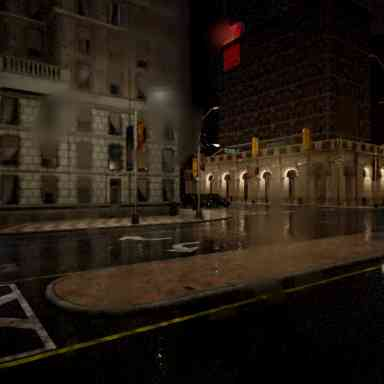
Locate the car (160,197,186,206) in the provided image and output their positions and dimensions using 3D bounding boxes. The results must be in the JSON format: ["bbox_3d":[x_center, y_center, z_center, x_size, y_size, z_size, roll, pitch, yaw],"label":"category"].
[{"bbox_3d":[-3.431,1.547,57.704,2.033,1.411,5.357,0,0,-35],"label":"car"}]

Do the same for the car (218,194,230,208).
[{"bbox_3d":[3.086,1.221,48.487,2.150,2.045,5.566,0,0,-36],"label":"car"}]

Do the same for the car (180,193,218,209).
[{"bbox_3d":[0.597,1.221,45.948,2.150,2.045,5.566,0,0,-35],"label":"car"}]
